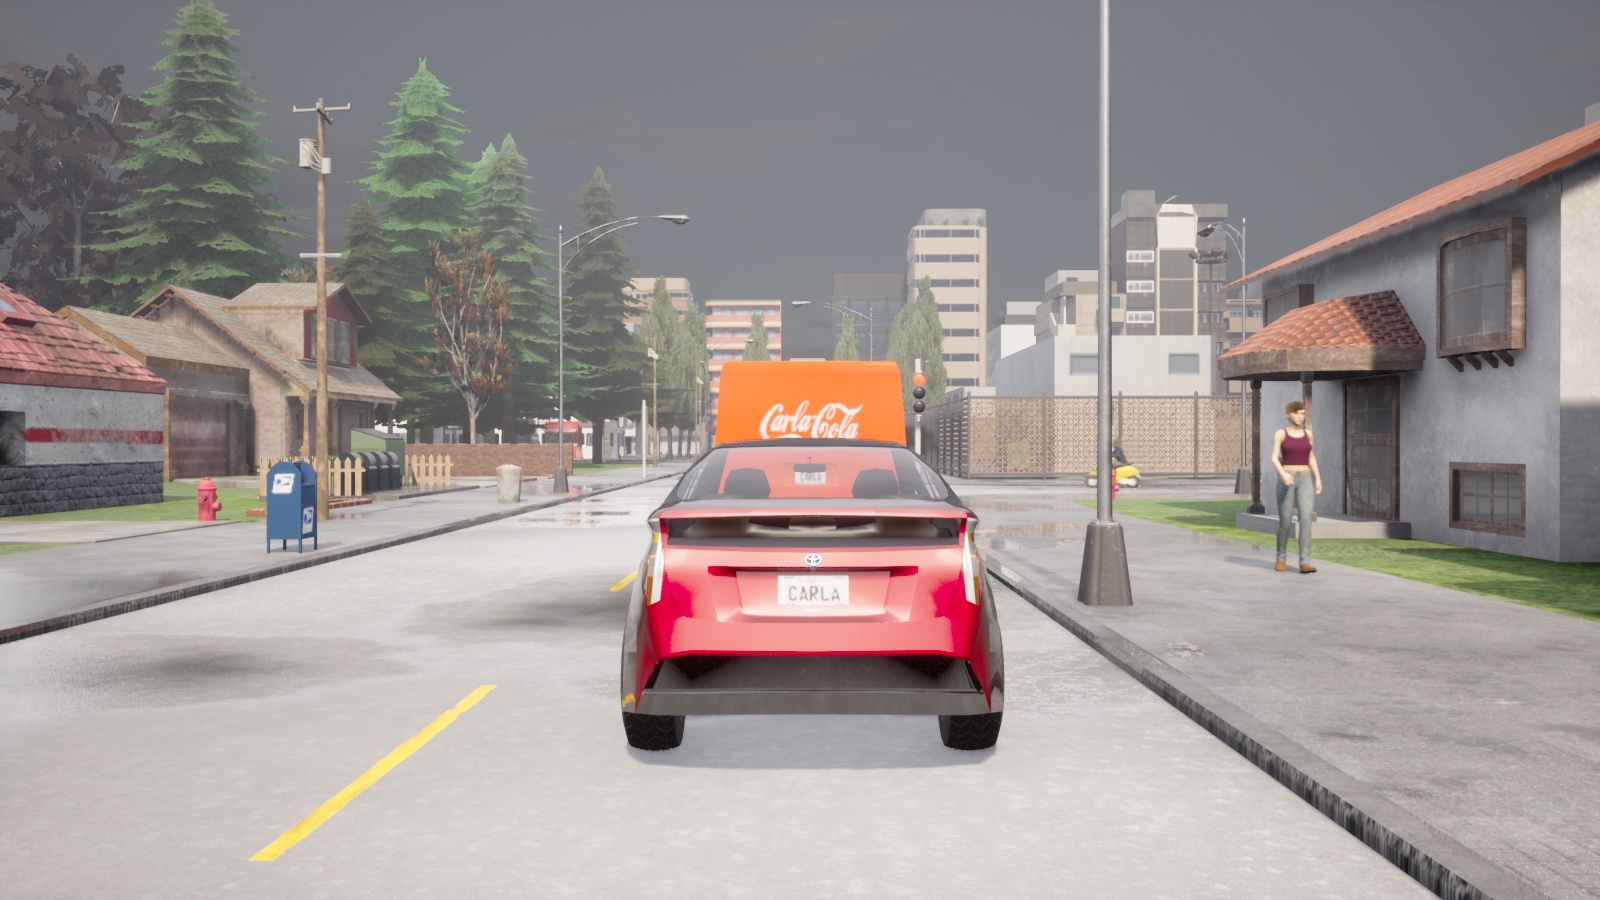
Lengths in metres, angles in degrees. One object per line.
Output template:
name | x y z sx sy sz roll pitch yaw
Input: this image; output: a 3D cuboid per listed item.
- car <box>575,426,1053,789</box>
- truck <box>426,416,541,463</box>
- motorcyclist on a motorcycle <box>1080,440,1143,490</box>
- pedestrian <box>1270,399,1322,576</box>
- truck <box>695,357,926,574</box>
car | 0.061 0.650 7.533 2.007 1.525 4.514 0 0 0
truck | -23.756 -0.793 94.488 7.936 3.462 2.891 0 0 2
motorcyclist on a motorcycle | 10.095 0.476 40.757 1.817 1.590 0.866 0 0 0
pedestrian | 5.244 0.385 13.289 0.345 1.836 0.594 0 0 4
truck | 0.118 0.164 16.897 2.627 2.467 5.204 0 0 0
